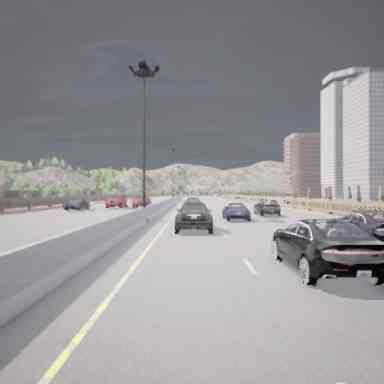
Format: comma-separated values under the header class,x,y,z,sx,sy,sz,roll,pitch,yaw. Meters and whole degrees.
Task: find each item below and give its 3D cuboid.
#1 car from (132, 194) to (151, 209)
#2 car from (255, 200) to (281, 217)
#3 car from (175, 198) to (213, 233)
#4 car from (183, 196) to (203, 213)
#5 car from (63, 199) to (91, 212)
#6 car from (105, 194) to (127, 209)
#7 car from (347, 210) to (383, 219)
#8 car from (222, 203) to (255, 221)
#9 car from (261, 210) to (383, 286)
class,x,y,z,sx,sy,sz,roll,pitch,yaw
car,-7.073,1.303,47.173,2.150,2.045,5.566,0,0,0
car,7.105,1.531,31.858,2.128,1.511,4.902,0,0,0
car,0.103,1.367,19.700,2.097,1.767,4.553,0,0,0
car,0.106,1.406,37.673,2.097,1.767,4.553,0,0,0
car,-14.076,1.611,40.979,2.033,1.411,5.357,0,0,0
car,-10.574,1.301,46.763,2.150,2.045,5.566,0,0,0
car,7.102,1.499,13.608,2.128,1.511,4.902,0,0,0
car,3.605,1.593,27.587,1.994,1.385,4.181,0,0,0
car,3.602,1.495,9.381,2.128,1.511,4.902,0,0,0
